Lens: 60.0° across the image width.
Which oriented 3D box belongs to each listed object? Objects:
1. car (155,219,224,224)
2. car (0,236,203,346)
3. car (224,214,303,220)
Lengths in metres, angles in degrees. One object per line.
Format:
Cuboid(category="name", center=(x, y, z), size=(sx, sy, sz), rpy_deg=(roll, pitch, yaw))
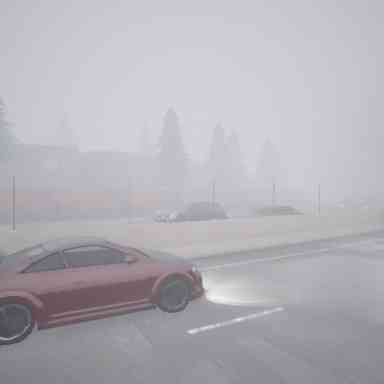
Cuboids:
Cuboid(category="car", center=(-0.003, 1.325, 20.233), size=(4.553, 1.767, 2.097), rpy_deg=(0, 0, -36))
Cuboid(category="car", center=(-1.878, 1.557, 6.338), size=(4.181, 1.385, 1.994), rpy_deg=(0, 0, -30))
Cuboid(category="car", center=(4.436, 1.476, 19.156), size=(4.892, 1.490, 1.837), rpy_deg=(0, 0, -37))
